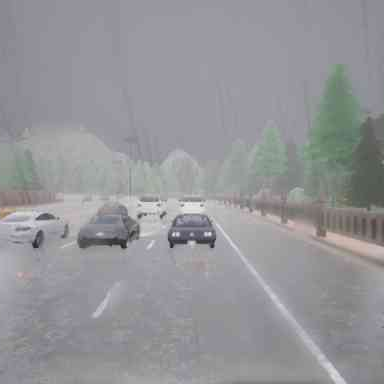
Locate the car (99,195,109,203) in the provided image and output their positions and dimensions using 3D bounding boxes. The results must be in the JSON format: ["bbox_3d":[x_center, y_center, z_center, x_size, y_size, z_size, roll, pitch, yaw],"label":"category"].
[{"bbox_3d":[-19.239,1.494,72.904,1.837,1.490,4.892,0,0,-11],"label":"car"}]

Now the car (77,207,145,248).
[{"bbox_3d":[-3.500,1.572,14.650,1.994,1.385,4.181,0,0,0],"label":"car"}]

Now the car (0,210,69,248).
[{"bbox_3d":[-7.000,1.533,14.650,1.812,1.442,4.674,0,0,0],"label":"car"}]

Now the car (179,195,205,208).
[{"bbox_3d":[0.000,1.258,29.680,2.150,2.045,5.566,0,0,0],"label":"car"}]

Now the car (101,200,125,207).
[{"bbox_3d":[-7.000,1.572,29.650,1.994,1.385,4.181,0,0,0],"label":"car"}]

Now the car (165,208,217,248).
[{"bbox_3d":[0.000,1.616,14.680,1.895,1.301,4.718,0,0,0],"label":"car"}]

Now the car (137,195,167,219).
[{"bbox_3d":[-3.500,1.258,29.680,2.150,2.045,5.566,0,0,0],"label":"car"}]
